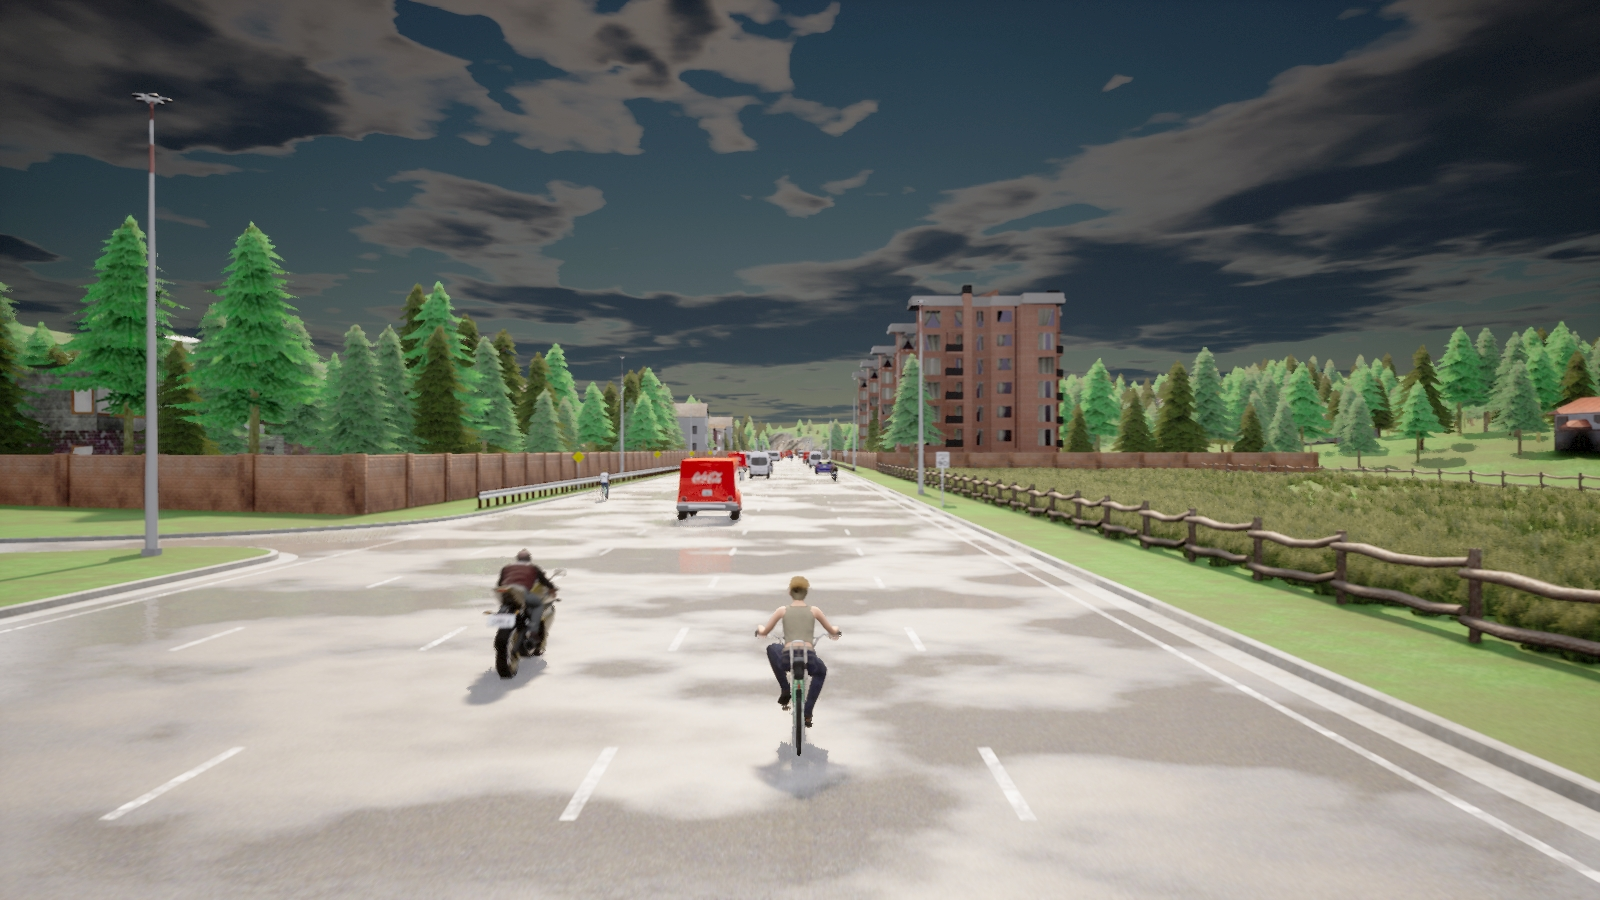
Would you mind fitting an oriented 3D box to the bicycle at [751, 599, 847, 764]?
[{"bbox_3d":[-0.014,2.158,10.936,0.859,1.276,1.487,0,0,-1],"label":"bicycle"}]

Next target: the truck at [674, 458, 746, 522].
[{"bbox_3d":[-3.664,1.571,47.521,2.627,2.467,5.204,0,0,0],"label":"truck"}]

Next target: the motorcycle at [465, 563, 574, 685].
[{"bbox_3d":[-3.592,2.205,14.837,0.867,1.251,2.209,0,0,0],"label":"motorcycle"}]

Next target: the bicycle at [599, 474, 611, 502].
[{"bbox_3d":[-10.679,2.057,62.661,0.373,1.496,1.643,0,0,0],"label":"bicycle"}]
